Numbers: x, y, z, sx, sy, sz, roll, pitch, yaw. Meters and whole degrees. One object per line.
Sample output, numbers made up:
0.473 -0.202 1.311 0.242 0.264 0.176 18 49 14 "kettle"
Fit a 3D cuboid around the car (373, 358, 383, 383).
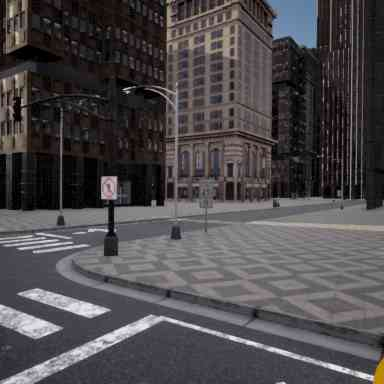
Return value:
3.469 1.478 1.219 5.008 1.535 1.882 0 0 35 "car"
